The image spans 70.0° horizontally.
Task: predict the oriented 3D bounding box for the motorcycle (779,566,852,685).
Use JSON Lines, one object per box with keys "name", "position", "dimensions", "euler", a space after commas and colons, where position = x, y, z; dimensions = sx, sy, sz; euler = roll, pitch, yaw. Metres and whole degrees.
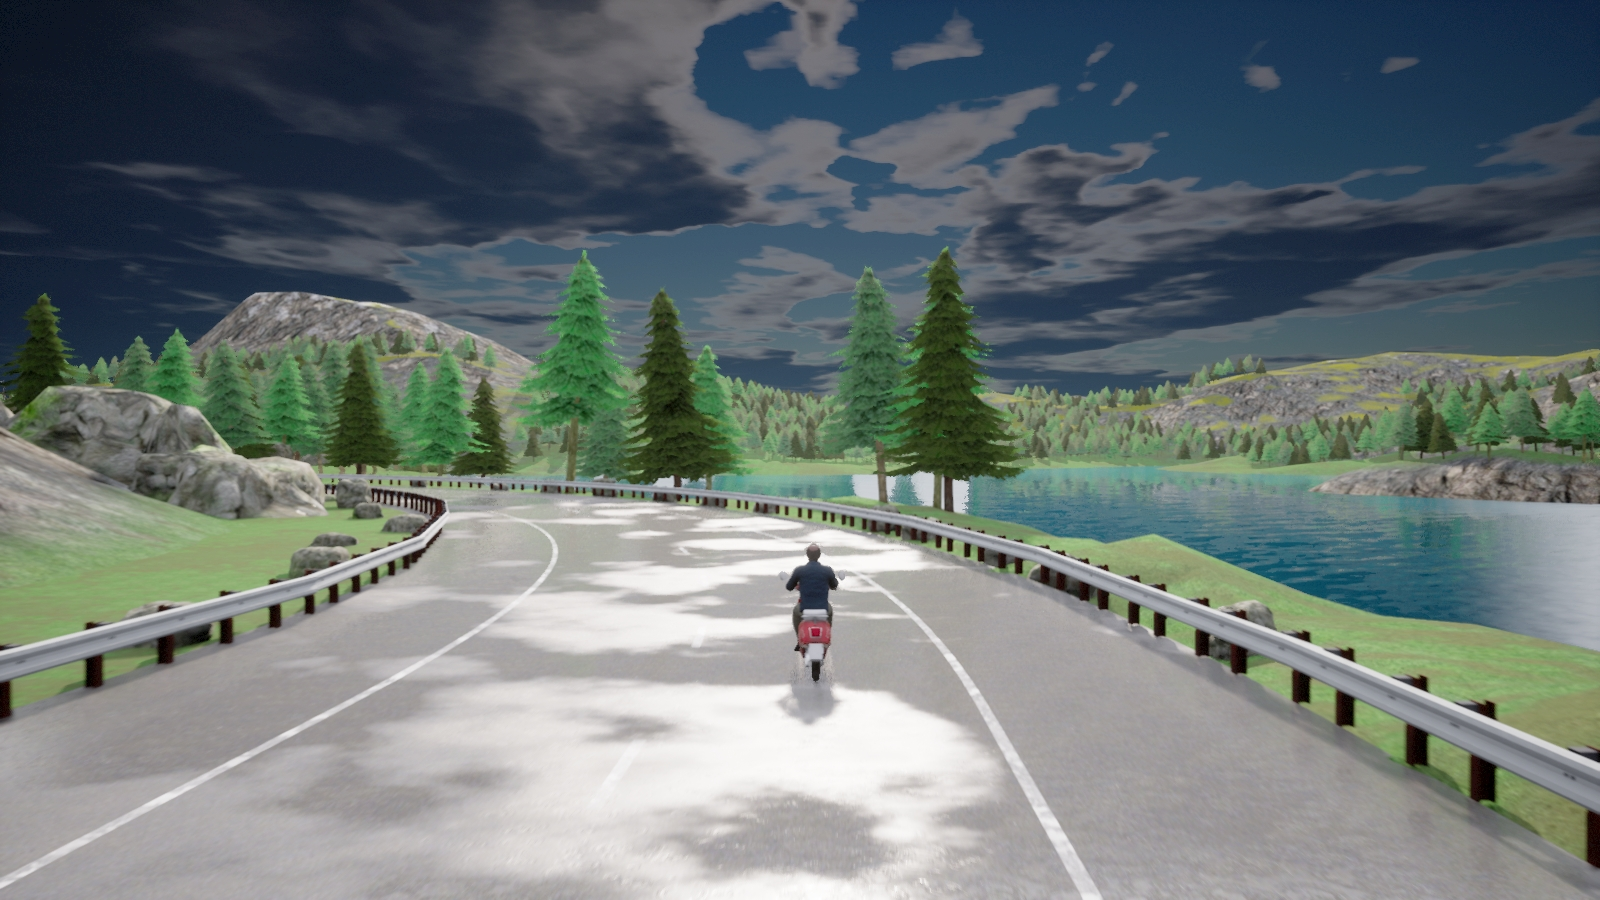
{"name": "motorcycle", "position": [0.173, 2.182, 14.506], "dimensions": [0.856, 1.236, 1.805], "euler": [0, 0, -1]}
